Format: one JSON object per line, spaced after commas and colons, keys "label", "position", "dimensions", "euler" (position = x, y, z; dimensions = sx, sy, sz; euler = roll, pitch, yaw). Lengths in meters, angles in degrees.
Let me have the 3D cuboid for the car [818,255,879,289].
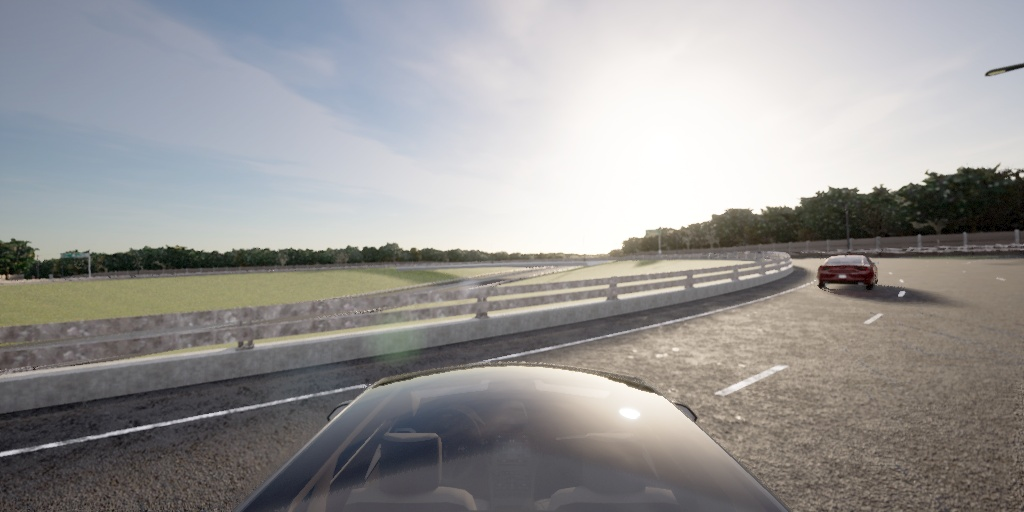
{"label": "car", "position": [16.595, 0.710, 17.688], "dimensions": [5.008, 1.535, 1.882], "euler": [-2, 0, -42]}
